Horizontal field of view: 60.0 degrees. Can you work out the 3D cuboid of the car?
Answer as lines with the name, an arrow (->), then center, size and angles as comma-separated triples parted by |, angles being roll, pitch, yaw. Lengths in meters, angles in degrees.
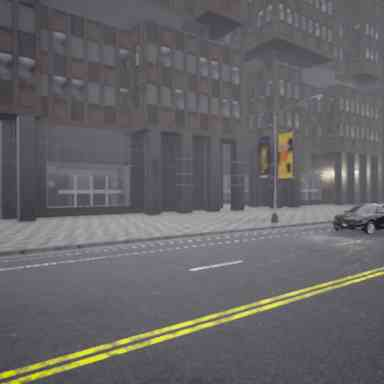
car -> 9.989, 1.425, 18.791 | 5.008, 1.535, 1.882 | 0, 0, -35
